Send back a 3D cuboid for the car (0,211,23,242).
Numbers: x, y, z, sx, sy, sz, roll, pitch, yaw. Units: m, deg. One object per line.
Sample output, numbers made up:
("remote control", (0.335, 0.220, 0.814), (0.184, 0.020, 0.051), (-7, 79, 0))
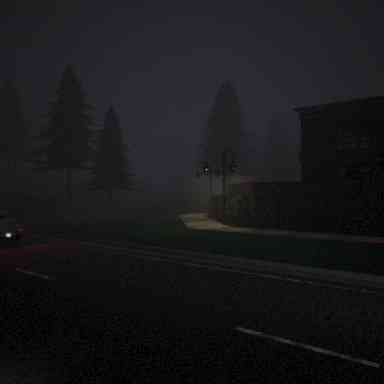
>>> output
("car", (-9.433, 1.525, 15.023), (4.674, 1.442, 1.812), (0, 0, 35))
